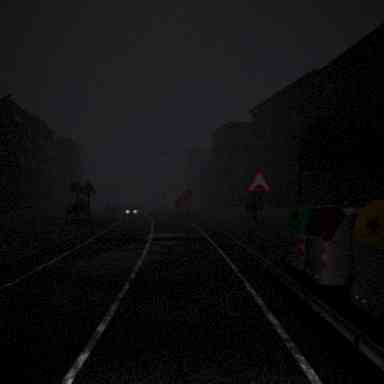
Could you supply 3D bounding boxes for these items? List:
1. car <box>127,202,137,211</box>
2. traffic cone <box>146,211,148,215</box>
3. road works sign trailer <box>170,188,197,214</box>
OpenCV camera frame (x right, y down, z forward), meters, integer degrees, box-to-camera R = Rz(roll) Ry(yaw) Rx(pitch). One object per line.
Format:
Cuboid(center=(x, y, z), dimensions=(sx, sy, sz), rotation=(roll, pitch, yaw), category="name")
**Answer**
Cuboid(center=(-12.844, 3.027, 70.726), dimensions=(2.097, 1.767, 4.553), rotation=(0, -1, -11), category="car")
Cuboid(center=(-5.617, 2.744, 42.635), dimensions=(0.340, 0.580, 0.340), rotation=(-1, -2, -11), category="traffic cone")
Cuboid(center=(-0.985, 1.501, 38.349), dimensions=(2.380, 2.880, 3.560), rotation=(-45, 13, -22), category="road works sign trailer")
